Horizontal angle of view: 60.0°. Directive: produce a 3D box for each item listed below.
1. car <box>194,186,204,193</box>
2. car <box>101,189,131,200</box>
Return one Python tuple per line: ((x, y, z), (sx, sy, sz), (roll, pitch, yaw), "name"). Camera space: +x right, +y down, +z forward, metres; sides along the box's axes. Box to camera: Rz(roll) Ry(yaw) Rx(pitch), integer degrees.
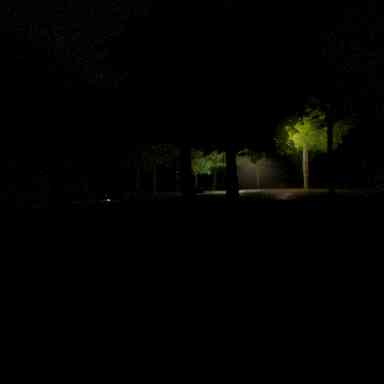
((0.634, -0.372, 65.480), (1.812, 1.442, 4.674), (-1, 1, 38), "car")
((-11.407, 0.305, 50.010), (1.837, 1.490, 4.892), (-1, 2, 38), "car")
